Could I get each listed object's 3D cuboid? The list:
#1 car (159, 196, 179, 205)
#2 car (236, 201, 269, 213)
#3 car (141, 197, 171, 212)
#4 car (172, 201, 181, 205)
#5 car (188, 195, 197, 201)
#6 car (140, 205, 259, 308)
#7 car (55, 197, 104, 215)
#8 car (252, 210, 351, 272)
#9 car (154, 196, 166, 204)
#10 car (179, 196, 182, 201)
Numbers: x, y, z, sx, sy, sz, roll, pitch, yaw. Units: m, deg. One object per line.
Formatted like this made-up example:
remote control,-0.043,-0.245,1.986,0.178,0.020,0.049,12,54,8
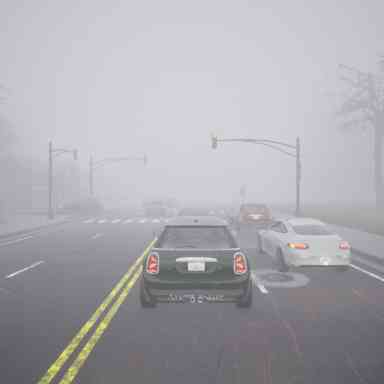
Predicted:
car,-3.269,1.493,47.787,1.837,1.490,4.892,0,0,0
car,3.341,1.352,19.410,2.097,1.767,4.553,0,0,0
car,-3.300,1.505,31.156,1.837,1.490,4.892,0,0,0
car,0.070,1.478,17.329,1.882,1.535,5.008,0,0,0
car,0.143,1.482,85.668,2.128,1.511,4.902,0,0,0
car,0.089,1.352,8.064,2.097,1.767,4.553,0,0,0
car,-11.346,1.364,33.584,4.553,1.767,2.097,0,-1,-32
car,3.350,1.526,10.616,1.812,1.442,4.674,0,0,0
car,-6.410,1.536,66.475,1.994,1.385,4.181,0,0,1
car,-3.143,1.498,67.604,1.812,1.442,4.674,0,0,0
